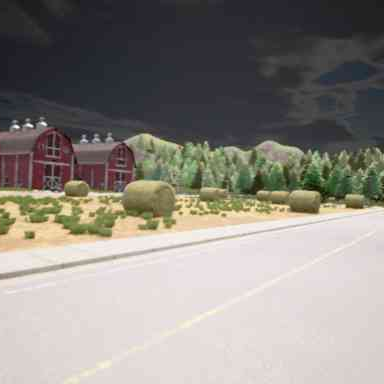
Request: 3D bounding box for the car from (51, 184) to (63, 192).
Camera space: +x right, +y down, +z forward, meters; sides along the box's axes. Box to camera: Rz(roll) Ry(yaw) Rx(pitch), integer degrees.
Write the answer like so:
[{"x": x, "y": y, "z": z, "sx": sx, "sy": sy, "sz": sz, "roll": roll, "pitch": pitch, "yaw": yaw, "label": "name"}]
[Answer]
[{"x": -29.807, "y": -0.830, "z": 73.673, "sx": 1.905, "sy": 1.878, "sz": 3.866, "roll": 8, "pitch": 1, "yaw": -10, "label": "car"}]
